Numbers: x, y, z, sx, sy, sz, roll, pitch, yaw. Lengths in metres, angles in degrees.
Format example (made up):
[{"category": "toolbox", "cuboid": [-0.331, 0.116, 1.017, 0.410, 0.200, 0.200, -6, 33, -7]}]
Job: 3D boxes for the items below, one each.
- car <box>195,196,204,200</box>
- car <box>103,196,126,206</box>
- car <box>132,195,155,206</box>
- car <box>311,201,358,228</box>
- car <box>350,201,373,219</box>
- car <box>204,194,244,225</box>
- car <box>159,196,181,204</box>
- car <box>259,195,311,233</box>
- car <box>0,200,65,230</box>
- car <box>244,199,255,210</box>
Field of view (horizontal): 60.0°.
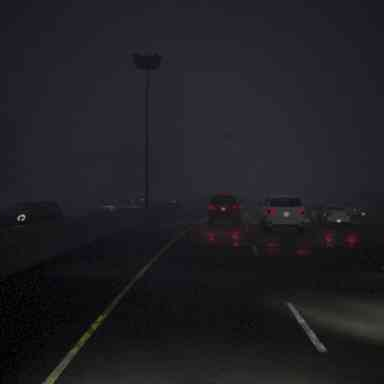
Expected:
[{"category": "car", "cuboid": [2.055, 1.390, 59.444, 2.128, 1.511, 4.902, 0, 0, 24]}, {"category": "car", "cuboid": [-12.051, 1.410, 52.115, 1.812, 1.442, 4.674, 0, 0, 19]}, {"category": "car", "cuboid": [-7.831, 1.244, 53.485, 2.097, 1.767, 4.553, 0, 0, 20]}, {"category": "car", "cuboid": [9.219, 1.504, 22.287, 1.812, 1.442, 4.674, 0, 0, 10]}, {"category": "car", "cuboid": [14.067, 1.503, 28.561, 1.812, 1.442, 4.674, 0, 0, 13]}, {"category": "car", "cuboid": [2.471, 1.185, 24.250, 2.150, 2.045, 5.566, 0, 0, 9]}, {"category": "car", "cuboid": [-3.506, 1.443, 55.189, 2.033, 1.411, 5.357, 0, 0, 21]}, {"category": "car", "cuboid": [5.223, 1.197, 19.669, 2.150, 2.045, 5.566, 0, 0, 8]}, {"category": "car", "cuboid": [-9.174, 1.301, 18.850, 2.097, 1.767, 4.553, 0, 0, 8]}, {"category": "car", "cuboid": [6.631, 1.541, 41.158, 1.895, 1.301, 4.718, 0, 0, 17]}]
